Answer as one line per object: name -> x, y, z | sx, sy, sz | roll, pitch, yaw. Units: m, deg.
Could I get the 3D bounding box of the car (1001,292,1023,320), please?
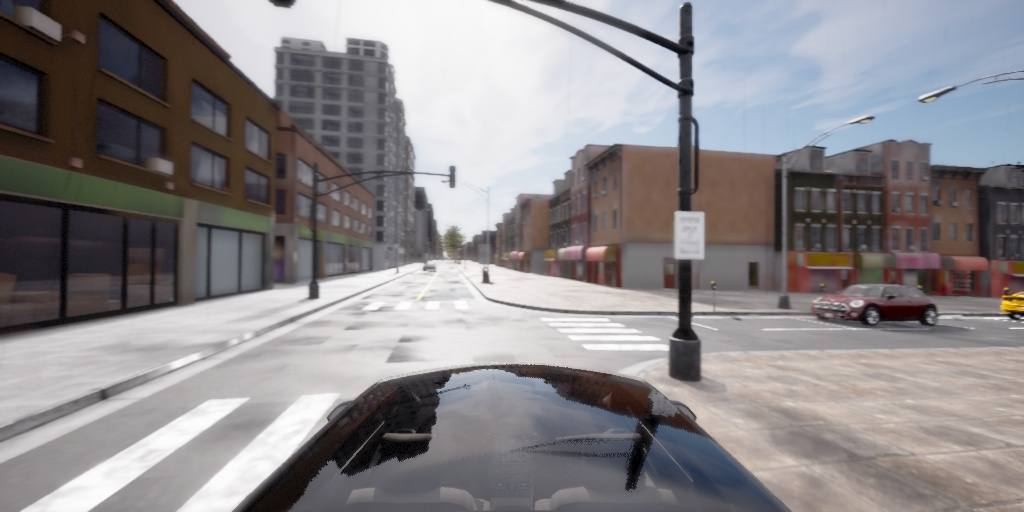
car -> 24.880, 2.206, 16.067 | 5.008, 1.535, 1.882 | 2, -1, -10

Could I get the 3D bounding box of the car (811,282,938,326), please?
car -> 14.067, 1.811, 14.037 | 4.097, 1.591, 1.967 | 0, 0, -10

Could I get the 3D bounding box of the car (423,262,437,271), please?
car -> -12.817, 1.625, 55.982 | 1.994, 1.385, 4.181 | 1, 0, -10
